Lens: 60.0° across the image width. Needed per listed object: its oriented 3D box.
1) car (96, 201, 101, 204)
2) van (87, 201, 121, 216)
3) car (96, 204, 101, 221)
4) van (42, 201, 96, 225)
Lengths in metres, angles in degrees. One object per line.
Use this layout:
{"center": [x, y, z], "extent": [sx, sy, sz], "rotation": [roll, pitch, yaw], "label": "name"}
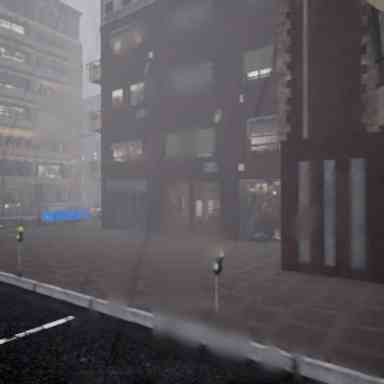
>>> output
{"center": [-10.432, 2.093, 37.916], "extent": [1.882, 1.535, 5.008], "rotation": [0, -1, 35], "label": "car"}
{"center": [-10.946, 2.016, 41.699], "extent": [1.690, 1.788, 3.998], "rotation": [-1, -2, 35], "label": "van"}
{"center": [-7.315, 2.119, 32.387], "extent": [1.947, 1.339, 4.313], "rotation": [-2, -2, 35], "label": "car"}
{"center": [-10.387, 1.787, 27.778], "extent": [1.690, 1.788, 3.998], "rotation": [-2, -2, 35], "label": "van"}
